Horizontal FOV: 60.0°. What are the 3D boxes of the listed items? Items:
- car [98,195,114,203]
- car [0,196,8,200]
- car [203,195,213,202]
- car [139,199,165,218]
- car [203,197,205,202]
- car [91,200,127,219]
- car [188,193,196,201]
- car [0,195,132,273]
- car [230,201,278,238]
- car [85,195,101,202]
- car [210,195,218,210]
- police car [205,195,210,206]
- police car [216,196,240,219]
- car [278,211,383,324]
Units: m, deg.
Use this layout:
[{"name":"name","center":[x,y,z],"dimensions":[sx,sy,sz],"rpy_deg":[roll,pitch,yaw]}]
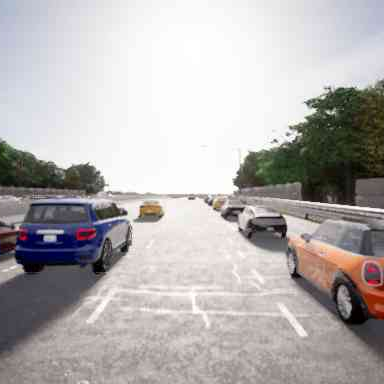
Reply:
[{"name":"car","center":[-17.539,1.366,68.154],"dimensions":[2.128,1.511,4.902],"rpy_deg":[0,0,0]},{"name":"car","center":[-17.612,1.235,27.323],"dimensions":[2.097,1.767,4.553],"rpy_deg":[0,0,0]},{"name":"car","center":[3.459,1.356,72.499],"dimensions":[1.801,1.575,5.366],"rpy_deg":[0,-1,0]},{"name":"car","center":[-3.417,1.349,29.102],"dimensions":[1.882,1.535,5.008],"rpy_deg":[0,0,0]},{"name":"car","center":[3.466,1.322,61.326],"dimensions":[2.163,1.488,4.792],"rpy_deg":[0,0,0]},{"name":"car","center":[-6.916,1.442,28.188],"dimensions":[1.994,1.385,4.181],"rpy_deg":[0,0,0]},{"name":"car","center":[-0.054,1.489,81.908],"dimensions":[1.895,1.301,4.718],"rpy_deg":[0,-1,0]},{"name":"car","center":[-3.407,1.190,10.667],"dimensions":[2.150,2.045,5.566],"rpy_deg":[0,0,0]},{"name":"car","center":[3.490,1.432,17.231],"dimensions":[2.128,1.511,4.902],"rpy_deg":[0,0,0]},{"name":"car","center":[-21.039,1.379,70.794],"dimensions":[1.837,1.490,4.892],"rpy_deg":[0,-1,0]},{"name":"car","center":[3.478,1.290,39.263],"dimensions":[1.882,1.535,5.008],"rpy_deg":[0,0,0]},{"name":"police car","center":[3.472,1.294,50.281],"dimensions":[2.038,1.542,4.974],"rpy_deg":[0,0,0]},{"name":"police car","center":[3.484,1.382,28.246],"dimensions":[2.038,1.542,4.974],"rpy_deg":[0,0,0]},{"name":"car","center":[3.596,1.332,7.253],"dimensions":[2.097,1.767,4.553],"rpy_deg":[0,0,0]}]
